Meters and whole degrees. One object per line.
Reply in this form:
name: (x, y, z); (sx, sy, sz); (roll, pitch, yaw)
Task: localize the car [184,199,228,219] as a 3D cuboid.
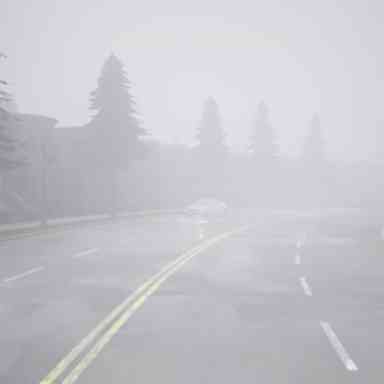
car: (1.217, 1.256, 26.346); (1.812, 1.442, 4.674); (1, 1, 34)

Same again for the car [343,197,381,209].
car: (20.476, 1.270, 39.970); (5.357, 1.411, 2.033); (0, 1, -32)
